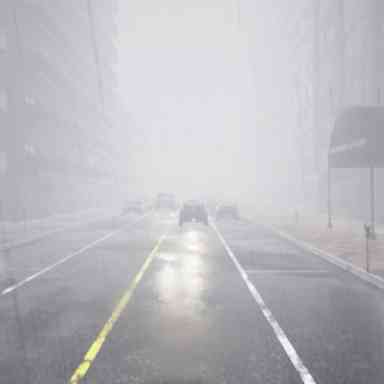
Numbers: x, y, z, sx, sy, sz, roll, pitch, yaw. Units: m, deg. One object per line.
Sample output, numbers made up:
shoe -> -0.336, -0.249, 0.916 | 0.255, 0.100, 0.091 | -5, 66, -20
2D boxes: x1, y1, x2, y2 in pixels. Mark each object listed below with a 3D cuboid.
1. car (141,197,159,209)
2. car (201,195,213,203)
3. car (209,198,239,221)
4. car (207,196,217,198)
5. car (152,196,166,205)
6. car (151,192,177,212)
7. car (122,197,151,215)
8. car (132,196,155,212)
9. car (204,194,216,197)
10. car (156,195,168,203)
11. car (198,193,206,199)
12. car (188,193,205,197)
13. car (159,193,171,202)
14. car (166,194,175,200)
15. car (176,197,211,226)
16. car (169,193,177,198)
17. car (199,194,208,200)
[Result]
car -> -5.306, 1.349, 42.504 | 1.802, 1.307, 4.206 | 1, 0, 0
car -> 2.575, 1.221, 59.291 | 1.887, 1.381, 4.507 | 1, 0, 0
car -> 2.575, 1.411, 25.377 | 2.008, 1.369, 4.403 | 1, 0, 0
car -> 2.575, 1.353, 31.200 | 1.752, 1.417, 4.829 | 1, 0, 0
car -> -5.306, 1.288, 53.796 | 1.802, 1.307, 4.206 | 1, 0, 0
car -> -2.836, 1.021, 36.207 | 2.150, 2.045, 5.566 | 0, 0, 0
car -> -5.306, 1.394, 31.211 | 1.947, 1.339, 4.313 | 1, 0, 0
car -> -5.304, 1.238, 36.856 | 1.967, 1.590, 4.097 | 1, 0, 0
car -> 2.575, 1.318, 42.334 | 2.008, 1.369, 4.403 | 1, 0, 0
car -> -5.305, 1.202, 59.273 | 1.752, 1.417, 4.829 | 1, 0, 0
car -> 2.576, 0.970, 87.552 | 1.967, 1.590, 4.097 | 1, 0, 0
car -> 0.096, 1.270, 40.149 | 2.128, 1.511, 4.902 | 0, 0, 0
car -> -5.304, 1.086, 65.089 | 1.967, 1.590, 4.097 | 1, 0, 0
car -> -5.315, 1.124, 82.028 | 1.947, 1.339, 4.313 | 1, 0, 0
car -> 0.096, 1.383, 22.480 | 1.837, 1.490, 4.892 | 0, 1, 0
car -> -5.279, 1.051, 93.321 | 2.008, 1.369, 4.403 | 1, 0, 0
car -> 2.575, 1.112, 76.418 | 1.752, 1.417, 4.829 | 1, 0, 0
